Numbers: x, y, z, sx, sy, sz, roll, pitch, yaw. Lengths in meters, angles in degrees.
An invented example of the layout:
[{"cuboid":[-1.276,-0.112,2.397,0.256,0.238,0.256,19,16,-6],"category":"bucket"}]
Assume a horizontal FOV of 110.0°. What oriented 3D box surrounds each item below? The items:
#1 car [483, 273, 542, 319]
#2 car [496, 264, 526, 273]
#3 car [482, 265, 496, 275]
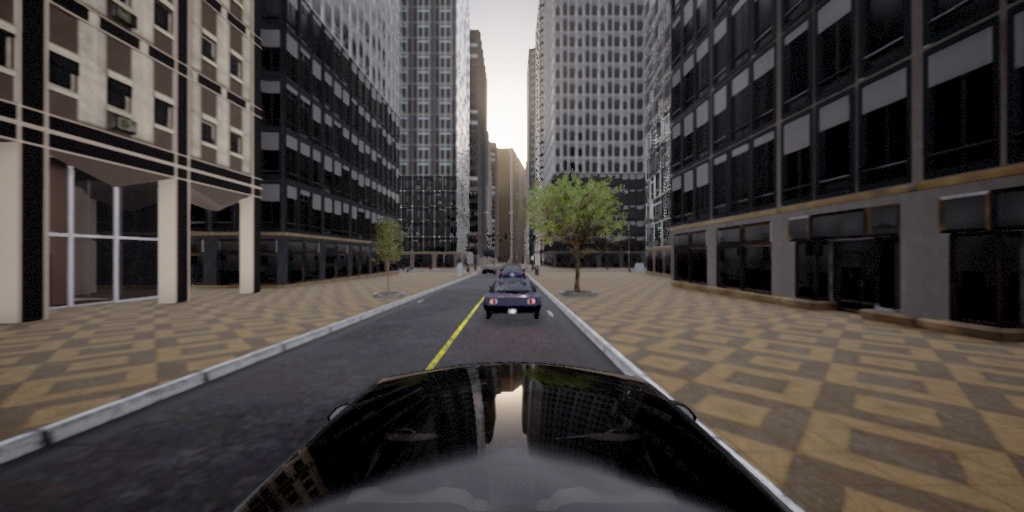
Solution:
[{"cuboid":[0.038,1.493,13.565,1.895,1.301,4.718,0,-1,1],"category":"car"},{"cuboid":[0.043,1.436,29.082,2.097,1.767,4.553,0,-1,1],"category":"car"},{"cuboid":[-3.045,1.937,48.607,1.895,1.301,4.718,0,-1,1],"category":"car"}]
